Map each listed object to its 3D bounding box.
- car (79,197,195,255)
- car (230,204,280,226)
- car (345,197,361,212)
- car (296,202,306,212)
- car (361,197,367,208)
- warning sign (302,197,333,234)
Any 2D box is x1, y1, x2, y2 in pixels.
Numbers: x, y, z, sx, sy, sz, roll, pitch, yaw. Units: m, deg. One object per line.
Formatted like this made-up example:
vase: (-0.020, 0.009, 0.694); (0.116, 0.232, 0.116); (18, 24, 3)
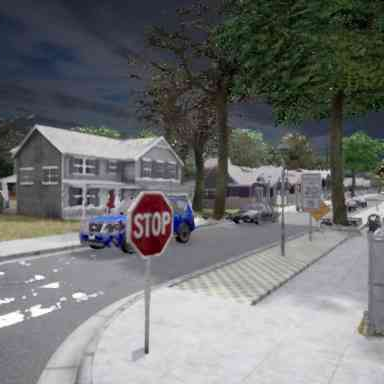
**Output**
car: (-2.043, 1.273, 14.224); (2.150, 2.045, 5.566); (1, 0, 34)
car: (4.738, 1.556, 24.252); (2.033, 1.411, 5.357); (1, 1, 34)
car: (17.245, 1.425, 37.584); (2.128, 1.511, 4.902); (1, 1, 35)
car: (12.775, 1.499, 36.085); (1.994, 1.385, 4.181); (1, 1, 34)
car: (23.037, 1.379, 46.213); (1.812, 1.442, 4.674); (1, 1, 34)
warning sign: (6.560, 1.183, 17.380); (1.300, 1.860, 1.060); (0, -1, 34)
